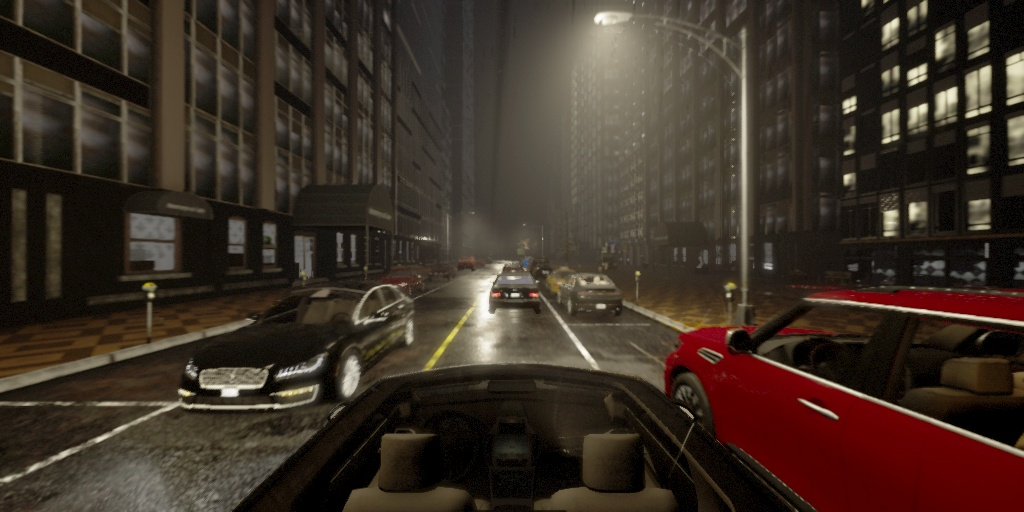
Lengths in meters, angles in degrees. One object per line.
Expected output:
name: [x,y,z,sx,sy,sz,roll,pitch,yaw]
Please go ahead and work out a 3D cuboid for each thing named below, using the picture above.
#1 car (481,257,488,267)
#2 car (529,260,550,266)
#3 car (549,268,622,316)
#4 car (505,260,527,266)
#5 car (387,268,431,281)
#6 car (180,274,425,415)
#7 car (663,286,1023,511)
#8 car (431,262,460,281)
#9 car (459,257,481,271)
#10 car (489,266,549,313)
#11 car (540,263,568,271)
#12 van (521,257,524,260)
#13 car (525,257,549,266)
car: [-5.699,1.205,62.880,1.888,1.381,4.507,0,0,0]
car: [2.686,1.276,29.646,1.948,1.339,4.313,0,0,0]
car: [2.689,1.284,13.028,2.007,1.370,4.403,0,0,0]
car: [0.095,1.307,32.007,1.895,1.301,4.718,0,0,0]
car: [-5.692,1.308,18.566,1.802,1.307,4.207,0,0,0]
car: [-3.100,1.248,6.371,1.837,1.490,4.892,0,0,0]
car: [2.690,1.064,1.950,2.192,1.841,5.009,0,0,0]
car: [-5.694,1.292,29.644,1.802,1.307,4.207,0,0,0]
car: [-5.697,1.000,46.262,2.192,1.841,5.009,0,0,0]
car: [0.100,1.280,13.877,2.033,1.411,5.357,0,0,0]
car: [2.688,1.252,18.737,1.751,1.417,4.829,0,0,0]
van: [2.682,1.009,57.342,1.690,1.789,3.998,0,0,0]
car: [2.686,1.016,35.185,2.192,1.841,5.009,0,0,0]
